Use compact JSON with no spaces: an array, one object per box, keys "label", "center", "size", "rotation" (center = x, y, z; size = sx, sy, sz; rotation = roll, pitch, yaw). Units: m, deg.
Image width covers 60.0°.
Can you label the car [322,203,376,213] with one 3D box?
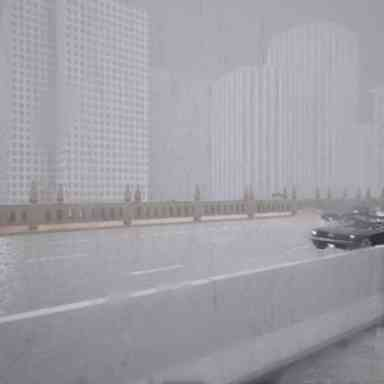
[{"label":"car","center":[12.152,1.548,25.549],"size":[5.357,1.411,2.033],"rotation":[0,0,-35]}]

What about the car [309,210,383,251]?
[{"label":"car","center":[6.745,1.601,13.099],"size":[4.718,1.301,1.895],"rotation":[0,0,-35]}]
